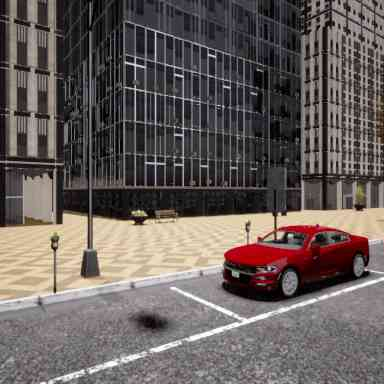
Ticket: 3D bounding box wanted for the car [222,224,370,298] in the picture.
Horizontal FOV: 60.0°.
[{"bbox_3d":[2.774,1.545,8.528,4.507,1.381,1.887,0,0,-35],"label":"car"}]
